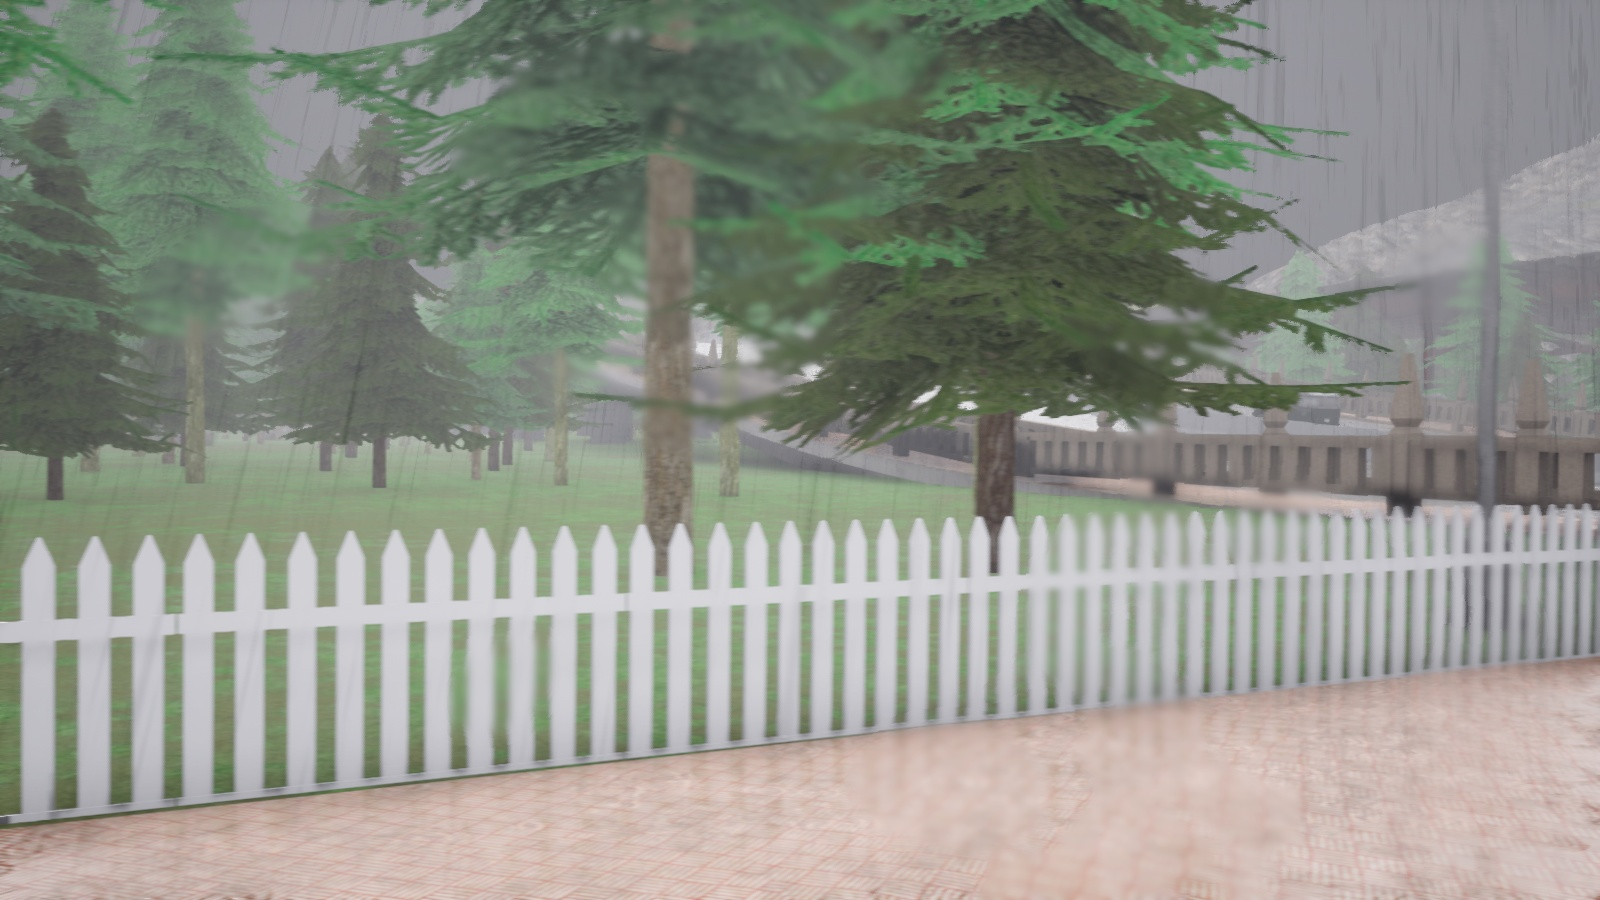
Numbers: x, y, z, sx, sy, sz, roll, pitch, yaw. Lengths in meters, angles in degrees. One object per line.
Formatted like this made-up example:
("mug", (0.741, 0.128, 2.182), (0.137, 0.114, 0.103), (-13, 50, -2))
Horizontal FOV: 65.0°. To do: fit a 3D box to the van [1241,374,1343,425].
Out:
("van", (23.274, -2.426, 59.601), (1.775, 1.987, 4.442), (-1, 8, -22))
